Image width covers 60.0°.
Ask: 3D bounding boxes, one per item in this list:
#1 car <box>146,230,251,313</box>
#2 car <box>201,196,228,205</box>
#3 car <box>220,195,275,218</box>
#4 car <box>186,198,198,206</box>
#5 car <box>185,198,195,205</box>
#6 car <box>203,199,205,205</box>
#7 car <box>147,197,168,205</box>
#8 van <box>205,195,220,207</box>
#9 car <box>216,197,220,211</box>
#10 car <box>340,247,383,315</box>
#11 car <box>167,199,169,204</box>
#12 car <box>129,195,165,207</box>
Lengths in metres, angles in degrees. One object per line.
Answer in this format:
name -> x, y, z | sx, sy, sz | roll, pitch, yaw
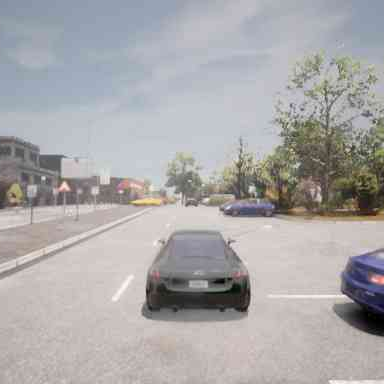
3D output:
car -> 0.109, 1.568, 7.779 | 1.994, 1.385, 4.181 | 0, 0, 0
car -> 4.719, 1.800, 70.765 | 5.566, 2.045, 2.435 | 0, -2, -1
car -> 5.127, 1.368, 30.167 | 4.553, 1.767, 2.185 | 0, 0, 0
car -> -0.103, 1.770, 58.231 | 1.812, 1.442, 4.674 | 0, -1, 0
car -> -0.364, 2.170, 74.545 | 1.882, 1.535, 5.008 | 0, -2, 2
car -> 5.073, 1.696, 56.925 | 5.366, 1.575, 1.946 | 0, -1, 0
car -> -7.517, 1.984, 72.771 | 4.553, 1.767, 2.185 | 0, -2, -1
van -> 4.794, 1.424, 54.133 | 4.442, 1.987, 1.878 | 0, -1, 0
car -> 5.055, 1.537, 33.337 | 4.674, 1.452, 2.002 | 0, 0, 0
car -> 5.084, 1.523, 5.831 | 4.674, 1.452, 2.002 | 0, 0, 0
car -> -7.442, 1.677, 66.825 | 5.566, 2.045, 2.435 | 0, -2, -1
car -> -7.547, 1.653, 54.674 | 5.366, 1.575, 1.946 | 0, -1, 0
